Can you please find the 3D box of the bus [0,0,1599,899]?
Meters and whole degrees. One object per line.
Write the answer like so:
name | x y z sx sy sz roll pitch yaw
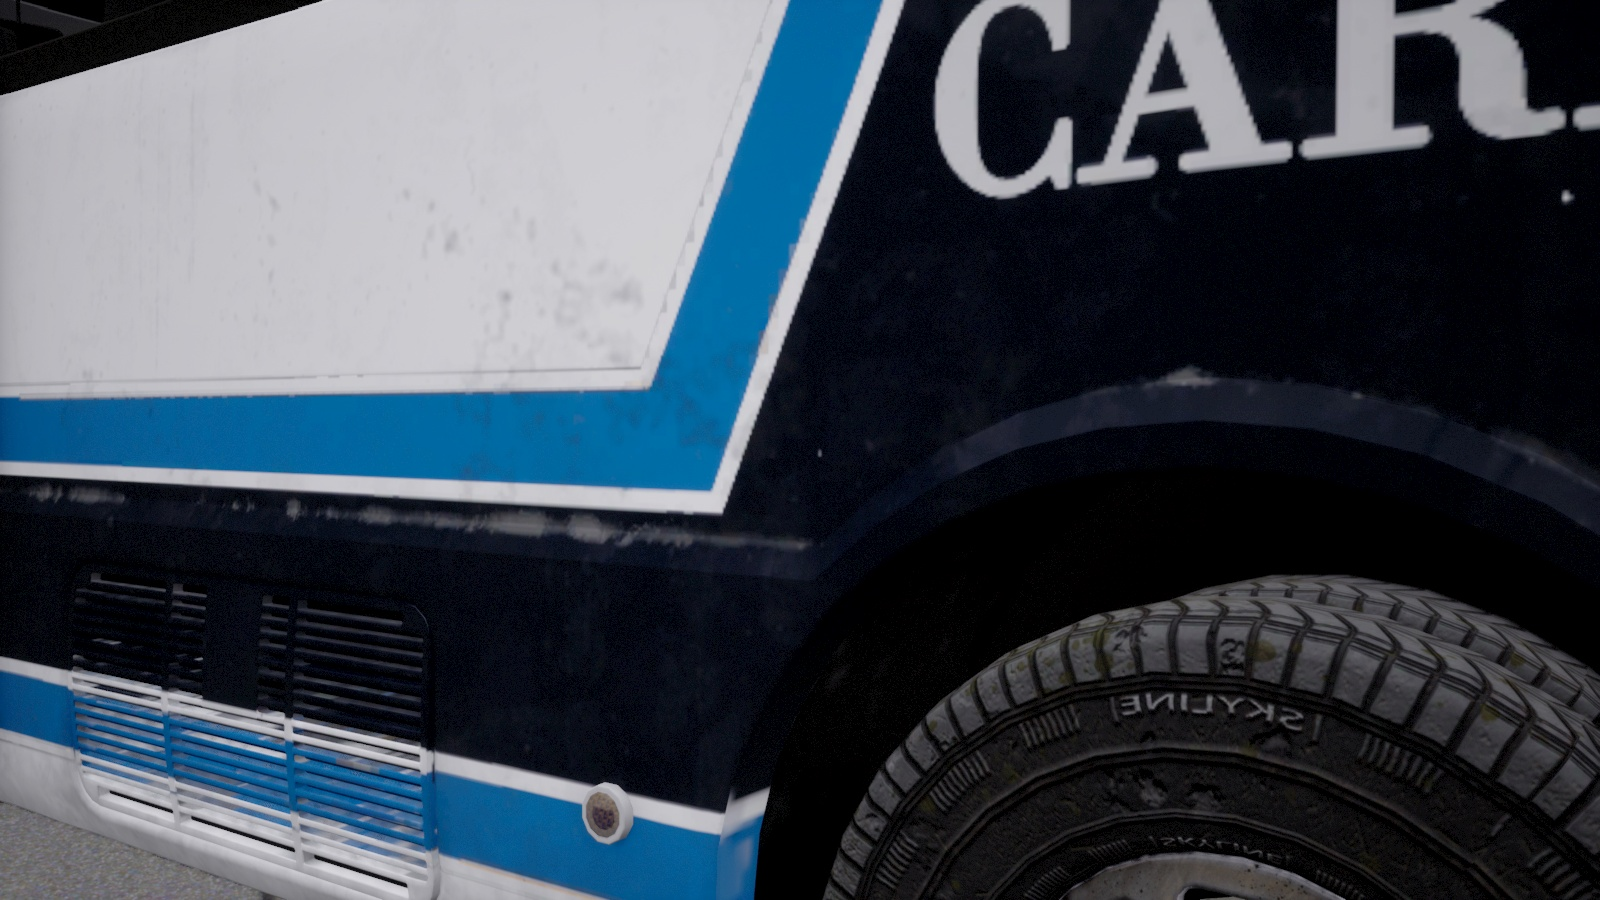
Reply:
bus | -0.867 -0.692 4.211 10.273 4.253 3.944 0 1 33
